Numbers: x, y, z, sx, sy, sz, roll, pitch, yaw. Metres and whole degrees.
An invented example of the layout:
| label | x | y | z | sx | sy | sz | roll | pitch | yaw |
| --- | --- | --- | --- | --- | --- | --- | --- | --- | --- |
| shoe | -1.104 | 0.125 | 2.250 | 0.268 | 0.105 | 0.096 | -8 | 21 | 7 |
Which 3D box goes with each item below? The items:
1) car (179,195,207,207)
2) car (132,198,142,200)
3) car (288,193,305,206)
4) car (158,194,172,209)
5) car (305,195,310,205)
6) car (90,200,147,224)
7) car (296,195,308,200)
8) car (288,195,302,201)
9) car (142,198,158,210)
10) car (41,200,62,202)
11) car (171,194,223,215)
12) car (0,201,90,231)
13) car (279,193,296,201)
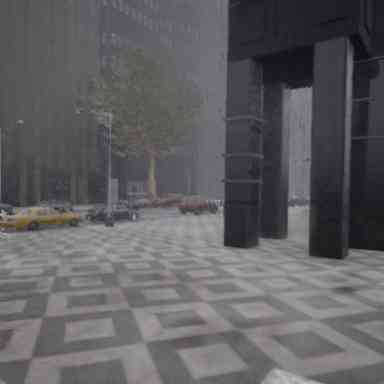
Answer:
| label | x | y | z | sx | sy | sz | roll | pitch | yaw |
| --- | --- | --- | --- | --- | --- | --- | --- | --- | --- |
| car | 0.139 | 1.271 | 47.630 | 1.967 | 1.590 | 4.097 | 2 | 1 | 36 |
| car | -7.512 | 1.471 | 32.485 | 1.895 | 1.301 | 4.718 | 2 | 1 | 36 |
| car | 16.735 | 1.375 | 56.055 | 2.192 | 1.841 | 5.009 | 2 | 1 | 36 |
| car | -3.085 | 1.137 | 43.159 | 2.192 | 1.841 | 5.009 | 2 | 1 | 36 |
| car | 19.958 | 1.614 | 60.527 | 1.887 | 1.381 | 4.507 | 2 | 1 | 36 |
| car | -5.854 | 1.555 | 24.770 | 2.008 | 1.369 | 4.403 | 2 | 1 | 36 |
| car | 29.079 | 1.436 | 87.725 | 1.752 | 1.417 | 4.829 | 2 | 1 | 36 |
| car | 25.952 | 1.452 | 83.393 | 2.008 | 1.369 | 4.403 | 2 | 1 | 36 |
| car | -6.317 | 1.396 | 38.692 | 1.802 | 1.307 | 4.206 | 2 | 1 | 36 |
| car | -12.770 | 1.366 | 29.751 | 1.947 | 1.339 | 4.313 | 2 | 1 | 36 |
| car | 0.603 | 1.334 | 33.706 | 2.192 | 1.841 | 5.009 | 2 | 1 | 36 |
| car | -8.981 | 1.522 | 20.437 | 1.752 | 1.417 | 4.829 | 2 | 1 | 36 |
| car | 22.729 | 1.207 | 78.920 | 2.192 | 1.841 | 5.009 | 2 | 1 | 36 |
